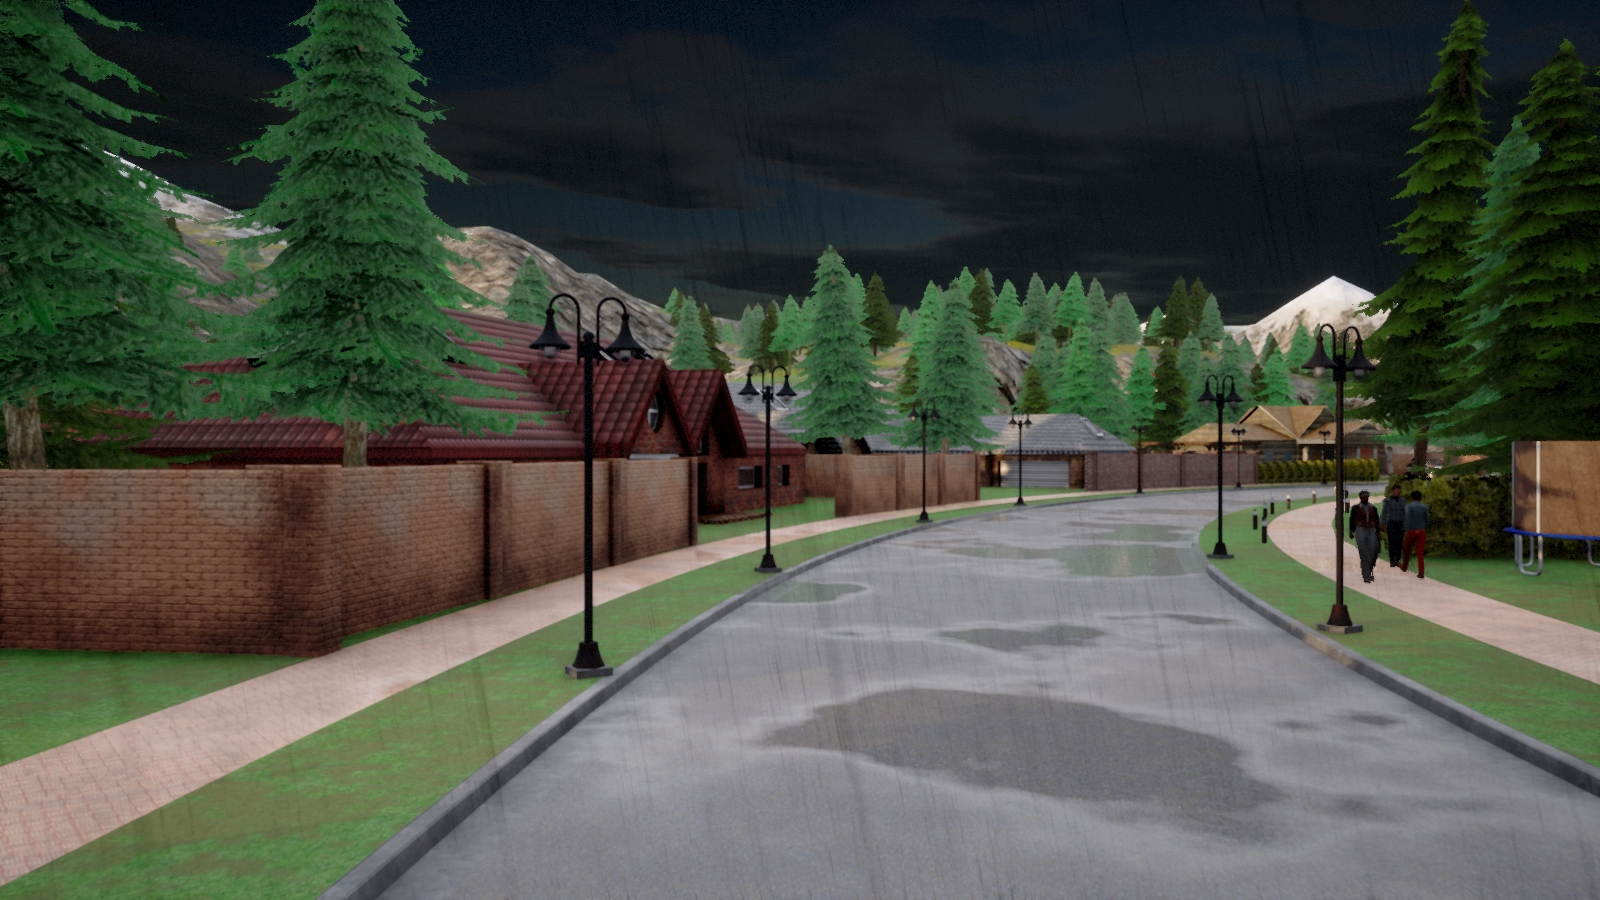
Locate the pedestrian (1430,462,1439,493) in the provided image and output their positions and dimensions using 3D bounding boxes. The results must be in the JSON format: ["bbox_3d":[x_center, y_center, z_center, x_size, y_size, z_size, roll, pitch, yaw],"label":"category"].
[{"bbox_3d":[37.627,1.625,67.761,0.375,1.860,0.375,0,0,44],"label":"pedestrian"}]

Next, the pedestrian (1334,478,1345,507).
[{"bbox_3d":[24.424,1.913,51.744,0.375,1.300,0.375,0,0,35],"label":"pedestrian"}]

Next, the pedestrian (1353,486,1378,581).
[{"bbox_3d":[11.211,1.649,22.671,0.375,1.860,0.375,0,0,14],"label":"pedestrian"}]

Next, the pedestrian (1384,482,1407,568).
[{"bbox_3d":[13.171,1.647,25.270,0.375,1.860,0.375,0,0,15],"label":"pedestrian"}]

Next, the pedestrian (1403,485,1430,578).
[{"bbox_3d":[12.572,1.649,23.303,0.375,1.860,0.375,0,0,8],"label":"pedestrian"}]
